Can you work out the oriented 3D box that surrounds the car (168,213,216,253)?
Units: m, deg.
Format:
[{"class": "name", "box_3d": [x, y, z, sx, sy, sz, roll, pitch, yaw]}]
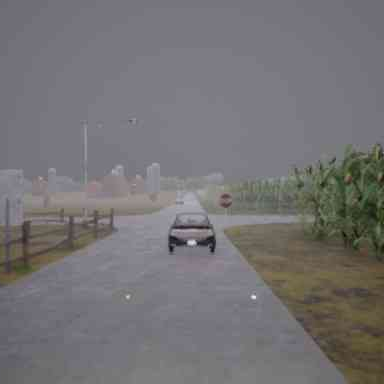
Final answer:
[{"class": "car", "box_3d": [0.002, 1.627, 14.303, 2.128, 1.511, 4.902, 0, 0, 0]}]

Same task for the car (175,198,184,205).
[{"class": "car", "box_3d": [-2.762, 2.095, 73.044, 1.882, 1.535, 5.008, 0, 0, 0]}]
